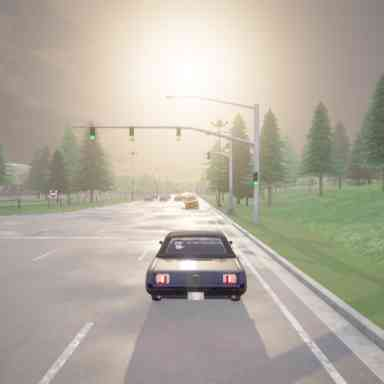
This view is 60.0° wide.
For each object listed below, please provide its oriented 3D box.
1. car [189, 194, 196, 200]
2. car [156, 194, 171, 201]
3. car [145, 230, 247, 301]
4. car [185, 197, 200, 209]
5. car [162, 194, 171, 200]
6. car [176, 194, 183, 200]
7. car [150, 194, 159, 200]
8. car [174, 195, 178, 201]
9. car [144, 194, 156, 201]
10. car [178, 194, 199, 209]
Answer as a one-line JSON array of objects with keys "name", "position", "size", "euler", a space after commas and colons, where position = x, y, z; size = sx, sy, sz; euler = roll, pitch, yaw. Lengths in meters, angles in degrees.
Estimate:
[{"name": "car", "position": [0.176, 1.358, 90.964], "size": [2.033, 1.411, 5.357], "euler": [0, 0, 0]}, {"name": "car", "position": [-6.844, 1.519, 80.557], "size": [2.033, 1.411, 5.357], "euler": [0, 0, 0]}, {"name": "car", "position": [0.095, 1.600, 8.256], "size": [1.895, 1.301, 4.718], "euler": [0, 0, 0]}, {"name": "car", "position": [0.093, 1.584, 49.921], "size": [2.033, 1.411, 5.357], "euler": [0, 2, 0]}, {"name": "car", "position": [-6.824, 1.358, 90.977], "size": [2.033, 1.411, 5.357], "euler": [0, 0, 0]}, {"name": "car", "position": [-3.324, 1.343, 90.971], "size": [1.812, 1.442, 4.674], "euler": [0, 0, 0]}, {"name": "car", "position": [-10.324, 1.319, 90.984], "size": [1.837, 1.490, 4.892], "euler": [0, 0, 0]}, {"name": "car", "position": [-3.343, 1.533, 80.967], "size": [1.994, 1.385, 4.181], "euler": [0, 0, 0]}, {"name": "car", "position": [-10.344, 1.519, 80.564], "size": [2.033, 1.411, 5.357], "euler": [0, 0, 0]}, {"name": "car", "position": [-0.323, 1.051, 46.537], "size": [1.882, 1.535, 5.008], "euler": [-11, 16, -6]}]
